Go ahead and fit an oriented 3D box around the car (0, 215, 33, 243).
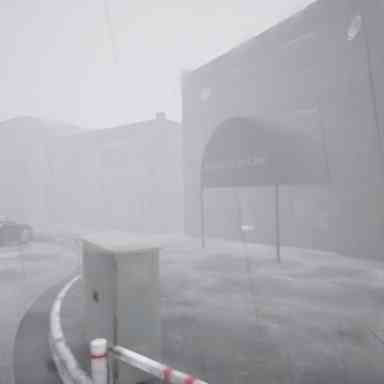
[{"bbox_3d":[-9.156,1.651,14.562,2.231,1.521,4.892,0,-1,14],"label":"car"}]
